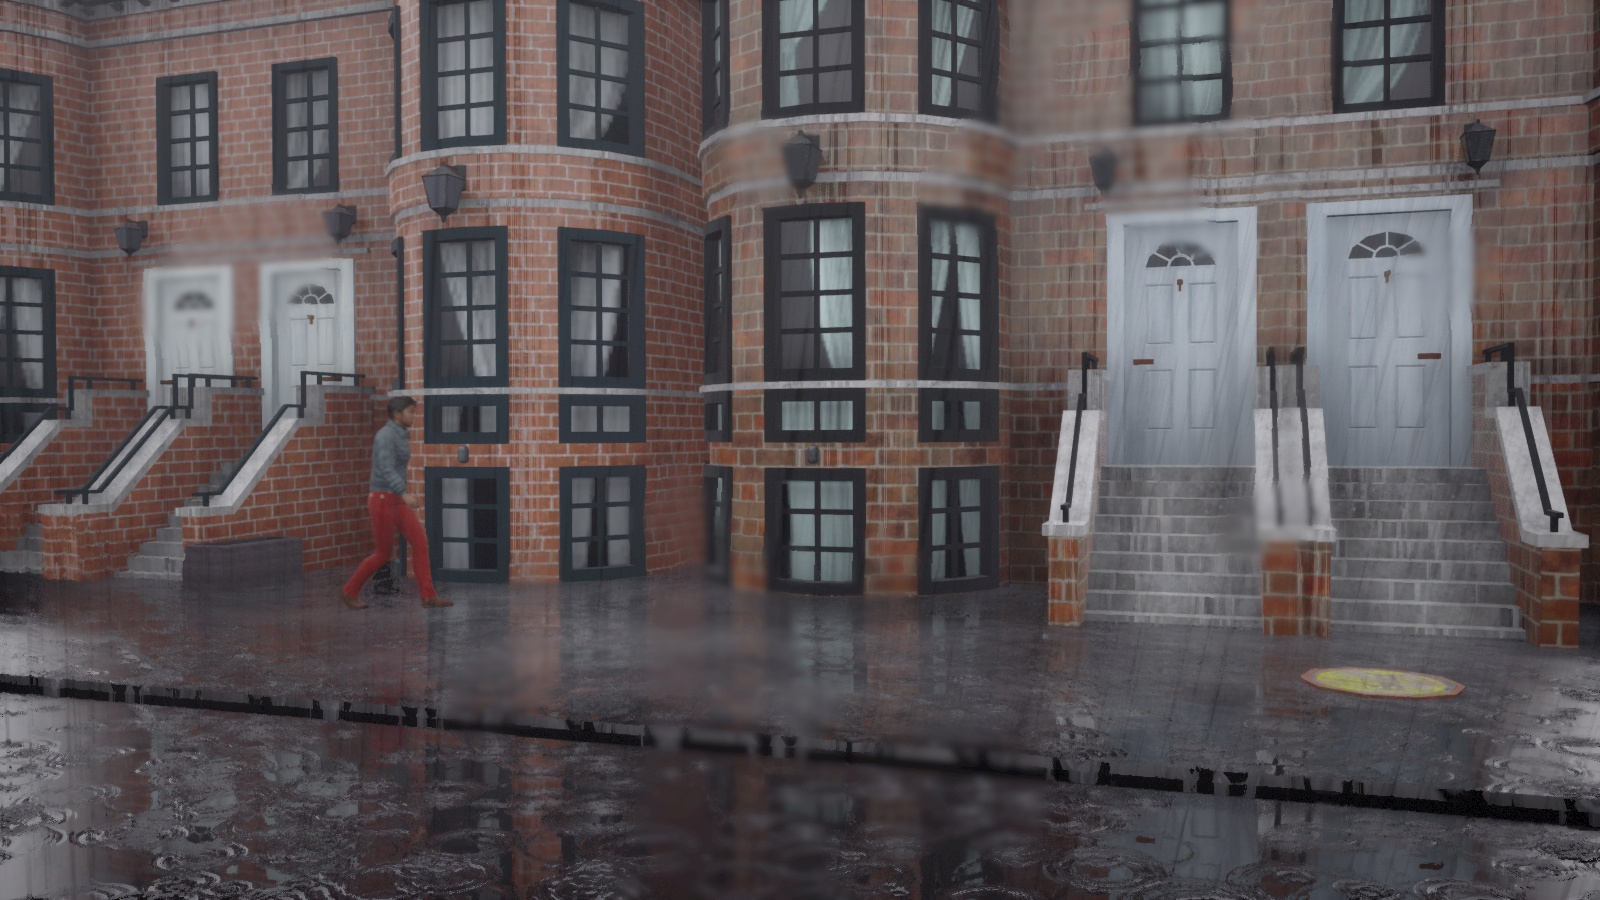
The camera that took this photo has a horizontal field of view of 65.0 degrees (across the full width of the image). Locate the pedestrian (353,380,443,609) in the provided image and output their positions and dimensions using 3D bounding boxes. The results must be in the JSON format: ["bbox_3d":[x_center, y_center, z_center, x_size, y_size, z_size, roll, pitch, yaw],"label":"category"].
[{"bbox_3d":[-3.299,0.358,10.326,0.614,1.847,0.353,0,1,6],"label":"pedestrian"}]
